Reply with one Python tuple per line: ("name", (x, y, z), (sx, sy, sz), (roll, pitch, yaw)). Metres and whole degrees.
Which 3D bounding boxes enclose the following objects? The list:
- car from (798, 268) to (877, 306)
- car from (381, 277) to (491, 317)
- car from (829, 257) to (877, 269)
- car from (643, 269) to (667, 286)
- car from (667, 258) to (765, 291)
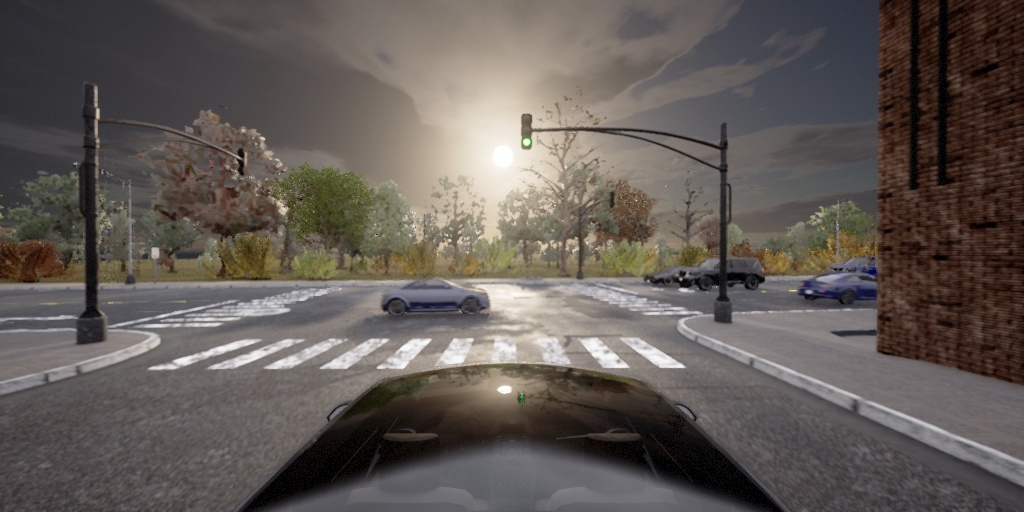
("car", (15.998, 1.482, 16.928), (4.674, 1.442, 1.812), (0, 0, -9))
("car", (-2.942, 1.541, 14.170), (4.181, 1.385, 1.994), (0, 0, -8))
("car", (28.522, 1.076, 28.918), (5.566, 2.045, 2.150), (0, 1, -9))
("car", (12.487, 1.423, 26.359), (5.357, 1.411, 2.033), (0, 0, -9))
("car", (13.418, 1.124, 23.234), (5.566, 2.045, 2.150), (0, 0, -10))
